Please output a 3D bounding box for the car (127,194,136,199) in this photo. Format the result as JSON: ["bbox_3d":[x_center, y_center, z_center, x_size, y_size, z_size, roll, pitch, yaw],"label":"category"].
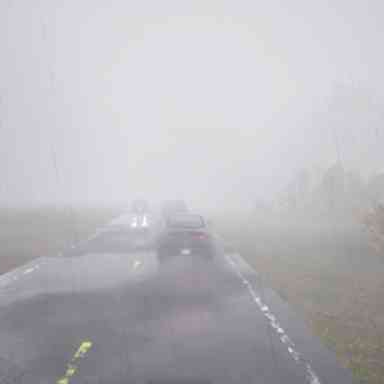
[{"bbox_3d":[-14.184,1.151,77.812,2.097,1.767,4.553,0,0,-16],"label":"car"}]

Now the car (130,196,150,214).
[{"bbox_3d":[-5.711,1.549,36.841,2.128,1.511,4.902,0,0,-8],"label":"car"}]

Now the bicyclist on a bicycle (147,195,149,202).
[{"bbox_3d":[-10.034,1.530,77.180,0.866,1.612,1.509,0,0,-16],"label":"bicyclist on a bicycle"}]

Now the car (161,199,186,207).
[{"bbox_3d":[-1.551,1.397,28.880,2.097,1.767,4.553,0,0,-6],"label":"car"}]

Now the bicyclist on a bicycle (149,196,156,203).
[{"bbox_3d":[-7.709,1.524,68.410,0.866,1.612,1.509,0,0,-14],"label":"bicyclist on a bicycle"}]

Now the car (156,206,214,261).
[{"bbox_3d":[-0.287,1.528,12.429,1.837,1.490,4.892,0,1,-3],"label":"car"}]
